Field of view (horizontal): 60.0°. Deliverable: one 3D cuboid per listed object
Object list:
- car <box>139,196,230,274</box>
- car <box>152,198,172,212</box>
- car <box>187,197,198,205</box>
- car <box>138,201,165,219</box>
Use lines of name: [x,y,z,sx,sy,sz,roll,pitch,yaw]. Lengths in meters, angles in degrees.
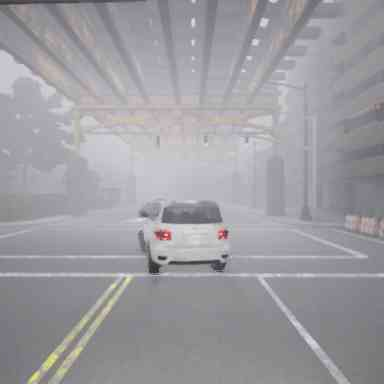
car: [-0.448,1.233,10.893,2.150,2.045,5.566,1,0,-11]
car: [-3.591,1.517,40.608,1.882,1.535,5.008,0,0,0]
car: [0.097,1.584,59.534,1.812,1.442,4.674,0,0,0]
car: [-3.601,1.593,30.181,1.994,1.385,4.181,0,0,-1]
